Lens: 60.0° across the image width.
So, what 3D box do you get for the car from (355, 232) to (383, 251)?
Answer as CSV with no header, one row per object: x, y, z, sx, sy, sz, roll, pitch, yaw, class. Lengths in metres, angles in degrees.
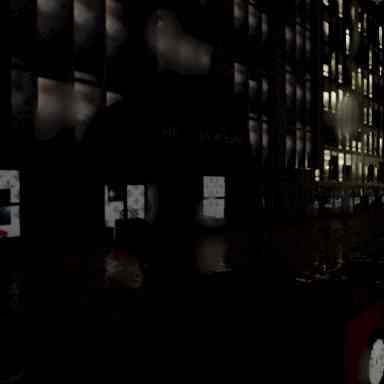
4.781,1.550,7.305,4.403,1.369,2.008,0,-1,-42,car

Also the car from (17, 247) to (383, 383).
0.561,1.544,3.498,4.507,1.381,1.887,0,-1,-42,car
